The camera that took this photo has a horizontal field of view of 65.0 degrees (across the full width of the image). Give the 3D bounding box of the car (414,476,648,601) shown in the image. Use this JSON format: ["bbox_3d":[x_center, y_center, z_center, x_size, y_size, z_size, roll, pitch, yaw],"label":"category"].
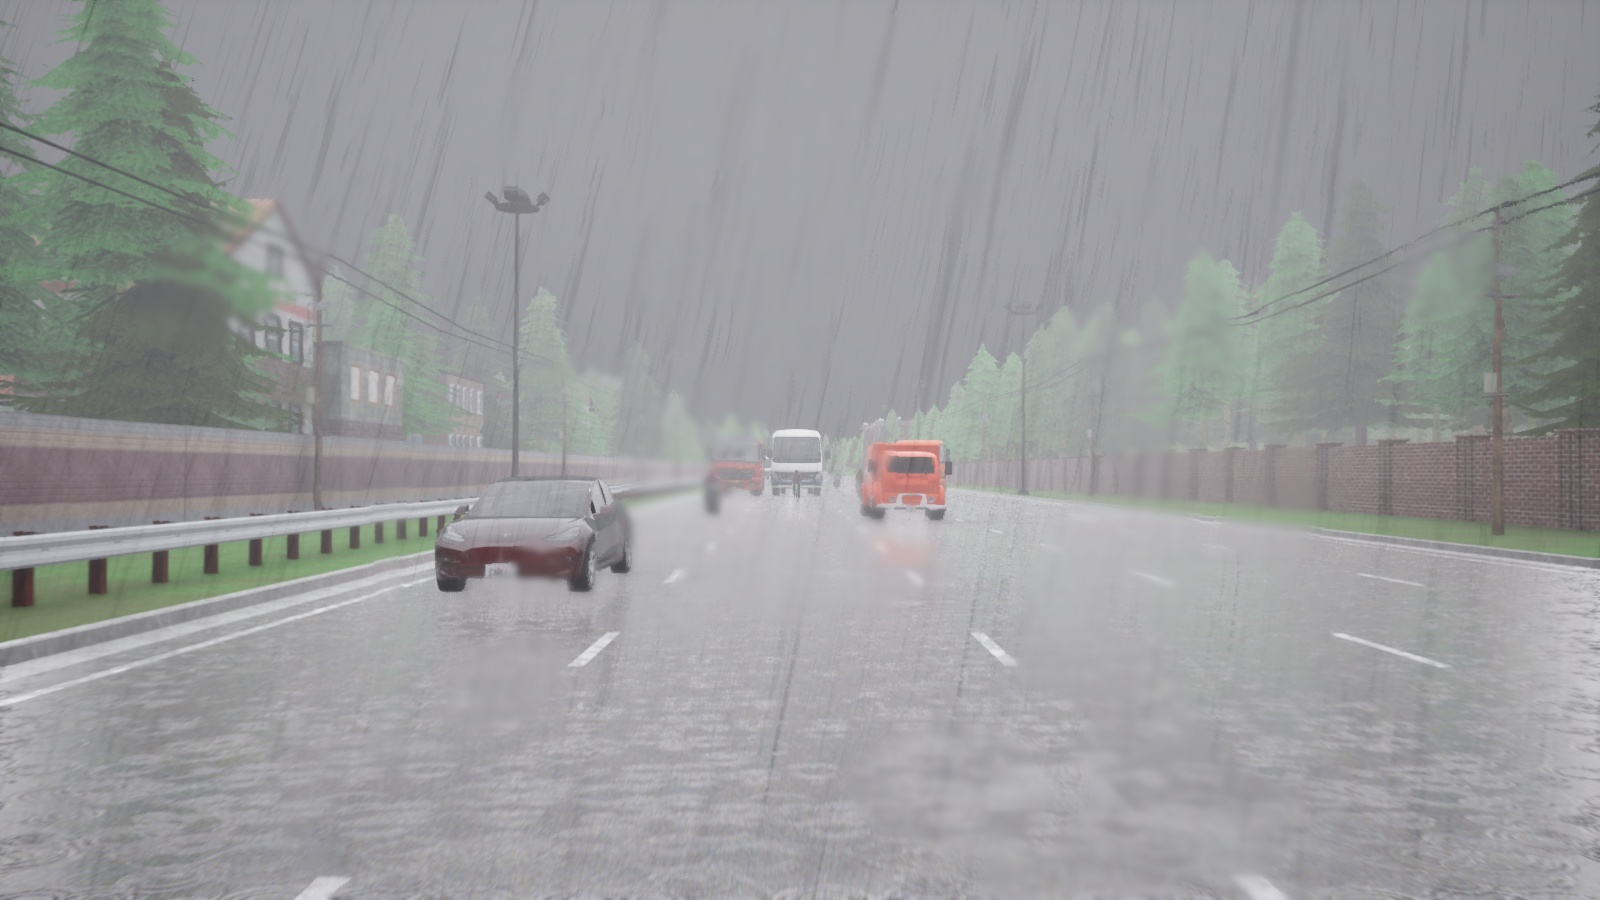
[{"bbox_3d":[-3.542,1.123,17.573,2.163,1.488,4.792,0,-1,1],"label":"car"}]

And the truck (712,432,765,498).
[{"bbox_3d":[-3.690,0.956,77.164,2.891,3.827,8.468,0,-1,0],"label":"truck"}]

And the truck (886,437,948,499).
[{"bbox_3d":[6.818,1.051,74.408,2.891,3.462,7.936,0,-1,0],"label":"truck"}]

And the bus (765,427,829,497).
[{"bbox_3d":[-0.203,0.820,82.502,3.944,4.253,10.273,0,-1,0],"label":"bus"}]

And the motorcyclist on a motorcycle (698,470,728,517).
[{"bbox_3d":[-3.108,1.527,44.777,0.766,1.649,2.350,0,-1,-12],"label":"motorcyclist on a motorcycle"}]

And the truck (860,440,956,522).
[{"bbox_3d":[3.400,0.994,40.594,2.627,2.467,5.204,0,-1,0],"label":"truck"}]
